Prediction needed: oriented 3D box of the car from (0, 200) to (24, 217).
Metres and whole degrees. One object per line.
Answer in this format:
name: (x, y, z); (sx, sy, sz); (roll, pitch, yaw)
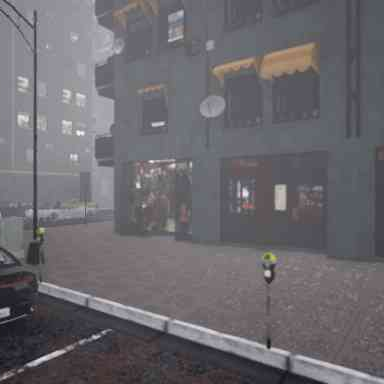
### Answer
car: (-14.158, 1.338, 26.120); (2.008, 1.369, 4.403); (1, 1, 35)

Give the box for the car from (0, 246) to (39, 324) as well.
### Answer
car: (-4.570, 1.548, 6.121); (4.403, 1.369, 2.008); (0, 0, 35)

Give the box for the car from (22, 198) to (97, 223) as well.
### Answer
car: (-9.046, 1.378, 23.614); (1.895, 1.301, 4.718); (0, 1, 37)

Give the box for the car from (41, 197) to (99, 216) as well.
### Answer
car: (-11.074, 1.237, 30.549); (1.752, 1.417, 4.829); (1, 1, 35)
